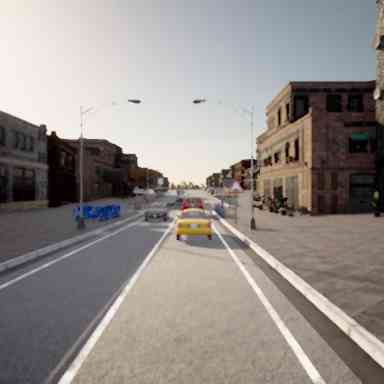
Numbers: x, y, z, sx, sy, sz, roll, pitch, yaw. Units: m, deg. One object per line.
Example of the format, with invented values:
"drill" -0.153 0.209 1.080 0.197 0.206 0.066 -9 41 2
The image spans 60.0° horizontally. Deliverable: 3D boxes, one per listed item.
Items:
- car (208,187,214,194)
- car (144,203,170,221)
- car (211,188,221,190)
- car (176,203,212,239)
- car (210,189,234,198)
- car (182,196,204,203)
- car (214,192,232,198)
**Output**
"car" 8.102 0.211 92.908 5.566 2.045 2.435 0 2 -1
"car" -3.017 1.741 29.390 1.837 1.490 4.892 0 -1 0
"car" 8.074 0.431 90.158 4.553 1.767 2.185 0 2 -1
"car" 0.092 1.570 17.862 1.801 1.575 5.366 0 -1 0
"car" 7.986 0.751 84.651 5.366 1.575 1.946 0 2 -1
"car" 0.122 1.465 35.685 2.150 2.045 5.566 0 0 1
"car" 8.143 0.694 87.411 4.674 1.452 2.002 0 2 -1
